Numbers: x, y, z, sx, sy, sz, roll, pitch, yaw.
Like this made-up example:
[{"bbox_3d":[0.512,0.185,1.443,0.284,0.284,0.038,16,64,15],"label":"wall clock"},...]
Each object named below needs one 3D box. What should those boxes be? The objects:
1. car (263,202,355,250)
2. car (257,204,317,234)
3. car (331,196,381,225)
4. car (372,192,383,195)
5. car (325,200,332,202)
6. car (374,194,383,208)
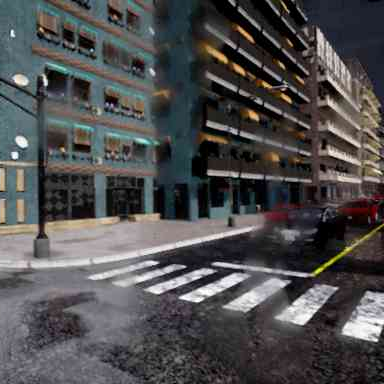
[{"bbox_3d":[5.026,1.394,14.008,2.128,1.511,4.902,-1,0,38],"label":"car"},{"bbox_3d":[5.663,1.464,19.445,1.887,1.381,4.507,-1,0,36],"label":"car"},{"bbox_3d":[11.233,1.296,22.560,1.882,1.535,5.008,-1,0,36],"label":"car"},{"bbox_3d":[28.329,0.933,50.471,2.192,1.841,5.009,-1,0,36],"label":"car"},{"bbox_3d":[11.677,1.388,27.563,2.008,1.369,4.403,-1,0,36],"label":"car"},{"bbox_3d":[22.833,1.211,38.412,2.033,1.411,5.357,-1,0,37],"label":"car"}]
